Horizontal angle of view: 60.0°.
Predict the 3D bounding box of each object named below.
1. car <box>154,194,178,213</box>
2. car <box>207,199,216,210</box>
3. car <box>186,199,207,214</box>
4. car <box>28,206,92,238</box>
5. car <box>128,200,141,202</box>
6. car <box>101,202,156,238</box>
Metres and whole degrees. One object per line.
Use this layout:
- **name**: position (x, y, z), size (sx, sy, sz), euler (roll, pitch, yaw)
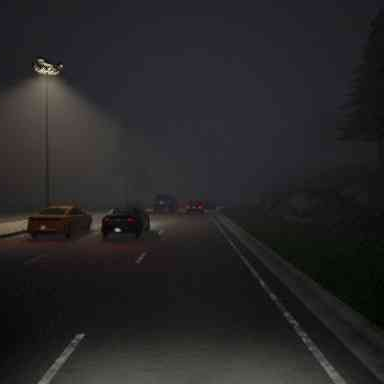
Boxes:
- **car**: position (-2.964, 1.263, 37.977), size (2.150, 2.045, 5.566), euler (0, 0, 5)
- **car**: position (1.953, 1.612, 44.546), size (1.994, 1.385, 4.181), euler (0, 0, 14)
- **car**: position (0.327, 1.585, 35.191), size (2.033, 1.411, 5.357), euler (0, 0, 3)
- **car**: position (-6.903, 1.497, 17.900), size (1.882, 1.535, 5.008), euler (0, 0, 0)
- **car**: position (-6.488, 1.604, 37.548), size (1.994, 1.385, 4.181), euler (0, 0, 5)
- **car**: position (-3.403, 1.510, 17.662), size (2.128, 1.511, 4.902), euler (0, 0, 0)
